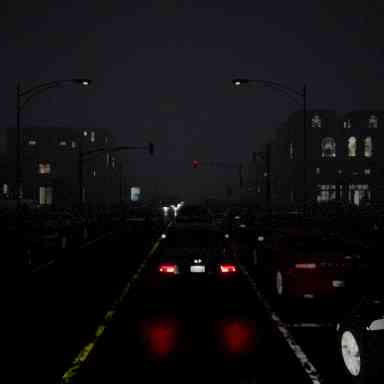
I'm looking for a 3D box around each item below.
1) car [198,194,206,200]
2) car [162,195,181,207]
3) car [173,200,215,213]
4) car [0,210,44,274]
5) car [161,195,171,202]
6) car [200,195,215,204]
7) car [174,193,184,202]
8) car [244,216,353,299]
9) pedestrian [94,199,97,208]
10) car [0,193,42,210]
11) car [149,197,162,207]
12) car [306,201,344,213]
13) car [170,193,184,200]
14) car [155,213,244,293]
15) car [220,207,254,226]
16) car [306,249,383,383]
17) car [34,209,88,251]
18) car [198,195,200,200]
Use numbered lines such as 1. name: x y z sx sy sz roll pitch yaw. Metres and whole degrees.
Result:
1. car: 2.630 1.454 90.740 1.967 1.590 4.097 0 0 0
2. car: -3.145 1.529 51.134 1.812 1.442 4.674 0 0 1
3. car: 0.086 1.479 19.461 1.882 1.535 5.008 0 0 0
4. car: -5.692 1.440 8.325 1.967 1.590 4.097 0 0 0
5. car: -5.739 1.448 74.183 1.967 1.590 4.097 0 0 0
6. car: 2.657 1.570 52.088 1.947 1.339 4.313 0 0 0
7. car: -3.056 1.234 79.467 2.150 2.045 5.566 0 0 0
8. car: 2.688 1.545 8.313 1.887 1.381 4.507 0 0 0
9. pedestrian: -12.583 1.412 43.222 0.375 1.300 0.375 0 -1 1
10. car: -18.690 1.139 34.553 5.566 2.045 2.150 0 0 -1
11. car: -5.724 1.586 52.095 1.802 1.307 4.206 0 0 0
12. car: 14.784 1.652 37.283 4.181 1.385 1.994 0 0 1
13. car: -3.094 1.497 64.003 2.128 1.511 4.902 0 0 0
14. car: 0.098 1.548 8.997 2.033 1.411 5.357 0 0 0
15. car: 2.680 1.552 19.698 2.008 1.369 4.403 0 0 0
16. car: 2.692 1.551 2.622 2.008 1.369 4.403 0 0 0
17. car: -5.697 1.551 14.017 2.008 1.369 4.403 0 0 0
18. car: 2.649 1.587 63.130 1.802 1.307 4.206 0 0 0
